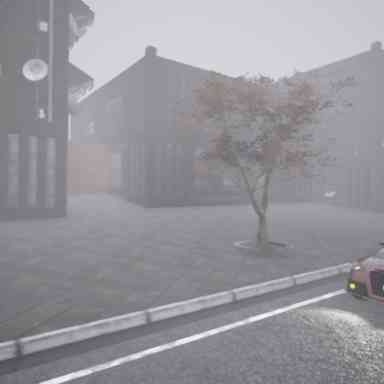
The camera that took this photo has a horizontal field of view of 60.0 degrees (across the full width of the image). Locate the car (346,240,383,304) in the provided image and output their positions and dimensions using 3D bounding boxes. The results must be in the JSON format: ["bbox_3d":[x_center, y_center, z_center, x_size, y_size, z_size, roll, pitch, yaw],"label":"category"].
[{"bbox_3d":[5.126,1.543,7.018,4.181,1.385,1.994,1,1,-36],"label":"car"}]
